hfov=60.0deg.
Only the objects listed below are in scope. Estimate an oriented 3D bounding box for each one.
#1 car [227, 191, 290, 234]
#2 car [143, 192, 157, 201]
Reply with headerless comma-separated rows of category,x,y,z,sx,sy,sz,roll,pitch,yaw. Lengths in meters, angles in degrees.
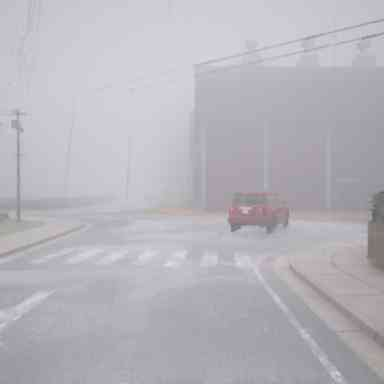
car,3.731,0.992,17.930,2.150,2.045,5.566,1,1,28
car,-8.452,0.868,67.102,2.097,1.767,4.553,0,0,3
